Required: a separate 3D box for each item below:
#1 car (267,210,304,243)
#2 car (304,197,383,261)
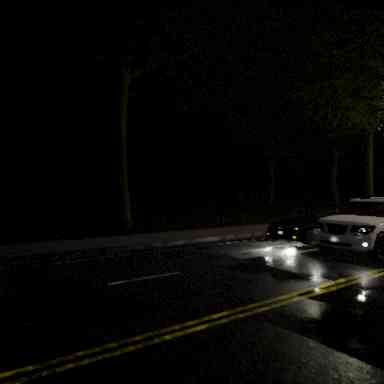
[{"bbox_3d":[5.445,1.566,15.547,4.181,1.385,1.994,0,0,-35],"label":"car"},{"bbox_3d":[6.996,1.224,12.667,5.566,2.045,2.150,0,0,-35],"label":"car"}]
